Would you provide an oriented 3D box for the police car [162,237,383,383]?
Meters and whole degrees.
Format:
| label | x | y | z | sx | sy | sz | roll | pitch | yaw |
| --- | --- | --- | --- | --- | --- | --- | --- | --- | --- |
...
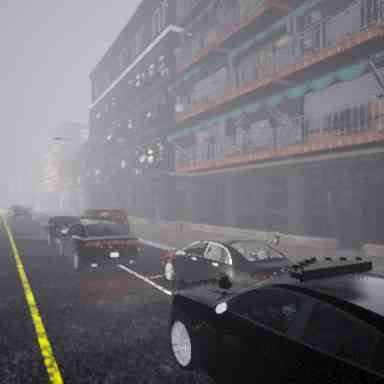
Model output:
| label | x | y | z | sx | sy | sz | roll | pitch | yaw |
| --- | --- | --- | --- | --- | --- | --- | --- | --- | --- |
| police car | 1.397 | 1.547 | 3.636 | 1.930 | 1.638 | 5.238 | 1 | -2 | -30 |

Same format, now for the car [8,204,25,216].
| label | x | y | z | sx | sy | sz | roll | pitch | yaw |
| --- | --- | --- | --- | --- | --- | --- | --- | --- | --- |
| car | -24.750 | 2.521 | 46.765 | 1.882 | 1.535 | 5.008 | 1 | -2 | -30 |

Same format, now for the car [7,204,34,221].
| label | x | y | z | sx | sy | sz | roll | pitch | yaw |
| --- | --- | --- | --- | --- | --- | --- | --- | --- | --- |
| car | -18.385 | 2.301 | 35.881 | 2.128 | 1.511 | 4.902 | 1 | -2 | -30 |

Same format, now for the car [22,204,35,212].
| label | x | y | z | sx | sy | sz | roll | pitch | yaw |
| --- | --- | --- | --- | --- | --- | --- | --- | --- | --- |
| car | -30.535 | 2.926 | 62.051 | 1.752 | 1.417 | 4.829 | 2 | -2 | -30 |

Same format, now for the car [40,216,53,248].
| label | x | y | z | sx | sy | sz | roll | pitch | yaw |
| --- | --- | --- | --- | --- | --- | --- | --- | --- | --- |
| car | -6.659 | 1.924 | 17.327 | 1.837 | 1.490 | 4.892 | 1 | -2 | -30 |

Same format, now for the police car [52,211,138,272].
| label | x | y | z | sx | sy | sz | roll | pitch | yaw |
| --- | --- | --- | --- | --- | --- | --- | --- | --- | --- |
| police car | -3.632 | 1.735 | 12.277 | 1.930 | 1.638 | 5.238 | 1 | -2 | -30 |

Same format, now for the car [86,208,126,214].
| label | x | y | z | sx | sy | sz | roll | pitch | yaw |
| --- | --- | --- | --- | --- | --- | --- | --- | --- | --- |
| car | -4.932 | 1.770 | 18.077 | 2.192 | 1.841 | 5.009 | 2 | -2 | -30 |

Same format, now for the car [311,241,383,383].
| label | x | y | z | sx | sy | sz | roll | pitch | yaw |
| --- | --- | --- | --- | --- | --- | --- | --- | --- | --- |
| car | 3.571 | 1.577 | 3.462 | 1.967 | 1.590 | 4.097 | 2 | -2 | -30 |

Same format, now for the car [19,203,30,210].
| label | x | y | z | sx | sy | sz | roll | pitch | yaw |
| --- | --- | --- | --- | --- | --- | --- | --- | --- | --- |
| car | -36.120 | 3.150 | 71.645 | 1.887 | 1.381 | 4.507 | 2 | -2 | -30 |

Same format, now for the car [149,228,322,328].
| label | x | y | z | sx | sy | sz | roll | pitch | yaw |
| --- | --- | --- | --- | --- | --- | --- | --- | --- | --- |
| car | 0.735 | 1.794 | 8.329 | 2.008 | 1.369 | 4.403 | 2 | -2 | -30 |
